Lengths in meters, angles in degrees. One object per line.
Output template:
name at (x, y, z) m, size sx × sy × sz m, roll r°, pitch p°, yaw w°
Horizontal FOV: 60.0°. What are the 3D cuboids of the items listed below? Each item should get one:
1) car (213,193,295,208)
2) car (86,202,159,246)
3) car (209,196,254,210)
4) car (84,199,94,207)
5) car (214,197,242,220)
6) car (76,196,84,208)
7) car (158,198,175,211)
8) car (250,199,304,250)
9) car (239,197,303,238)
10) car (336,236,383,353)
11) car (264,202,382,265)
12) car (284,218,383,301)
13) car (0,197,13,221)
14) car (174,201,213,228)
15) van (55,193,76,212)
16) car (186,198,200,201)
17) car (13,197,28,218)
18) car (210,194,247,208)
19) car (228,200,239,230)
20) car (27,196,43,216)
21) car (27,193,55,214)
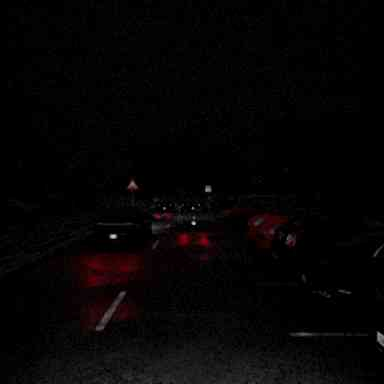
car at (4.667, 1.093, 25.893) m, size 5.566 × 2.045 × 2.435 m, roll 0°, pitch 0°, yaw 0°
car at (-2.900, 1.404, 14.678) m, size 2.128 × 1.511 × 4.902 m, roll 0°, pitch 0°, yaw 0°
car at (4.644, 1.270, 39.683) m, size 5.008 × 1.535 × 2.097 m, roll 0°, pitch 1°, yaw 0°
car at (-15.484, 1.264, 44.287) m, size 4.792 × 1.488 × 2.163 m, roll 0°, pitch 1°, yaw 0°
car at (4.454, 1.353, 23.137) m, size 5.366 × 1.575 × 1.946 m, roll 0°, pitch 0°, yaw 0°
car at (-15.549, 1.159, 38.851) m, size 4.553 × 1.767 × 2.185 m, roll 0°, pitch 0°, yaw 0°
car at (-2.904, 1.373, 37.382) m, size 1.895 × 1.301 × 4.718 m, roll -1°, pitch 2°, yaw 0°
car at (4.670, 1.280, 12.107) m, size 4.553 × 1.767 × 2.185 m, roll 0°, pitch 0°, yaw 0°
car at (4.670, 1.266, 14.864) m, size 4.553 × 1.767 × 2.185 m, roll 0°, pitch 0°, yaw 0°
car at (4.633, 1.454, 3.836) m, size 4.892 × 1.521 × 2.231 m, roll 0°, pitch 0°, yaw 0°
car at (4.608, 1.295, 9.349) m, size 4.553 × 1.767 × 2.185 m, roll 0°, pitch 0°, yaw 0°
car at (4.633, 1.438, 6.594) m, size 4.892 × 1.521 × 2.231 m, roll 0°, pitch 0°, yaw 0°
car at (-15.559, 1.109, 22.170) m, size 5.566 × 2.045 × 2.435 m, roll 0°, pitch 0°, yaw 0°
car at (0.099, 1.485, 21.062) m, size 1.895 × 1.301 × 4.718 m, roll 0°, pitch 0°, yaw 0°
van at (-15.403, 1.081, 35.942) m, size 4.442 × 1.987 × 1.878 m, roll 0°, pitch 0°, yaw 0°
car at (0.103, 1.377, 37.385) m, size 1.895 × 1.301 × 4.718 m, roll 1°, pitch 2°, yaw 0°
car at (-15.534, 1.352, 24.949) m, size 4.892 × 1.521 × 2.231 m, roll 0°, pitch 0°, yaw 0°
car at (4.608, 1.122, 42.445) m, size 4.553 × 1.767 × 2.185 m, roll 0°, pitch 0°, yaw 0°
car at (4.645, 1.379, 17.622) m, size 5.008 × 1.535 × 2.097 m, roll 0°, pitch 0°, yaw 0°
car at (-15.521, 1.341, 27.603) m, size 5.008 × 1.535 × 2.097 m, roll 0°, pitch 0°, yaw 0°
car at (-15.555, 1.205, 30.507) m, size 4.553 × 1.767 × 2.185 m, roll 0°, pitch 0°, yaw 0°
